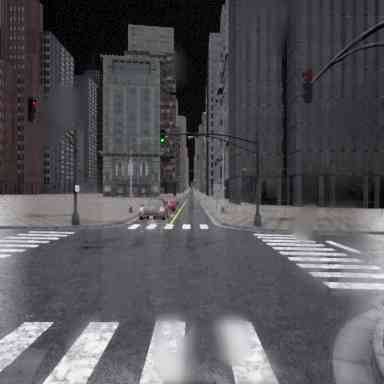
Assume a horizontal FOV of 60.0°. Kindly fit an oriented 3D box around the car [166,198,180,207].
[{"bbox_3d":[-3.055,1.608,54.024,1.895,1.301,4.718,0,0,0],"label":"car"}]

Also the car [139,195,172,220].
[{"bbox_3d":[-3.109,1.355,27.817,2.097,1.767,4.553,0,0,1],"label":"car"}]

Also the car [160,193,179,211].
[{"bbox_3d":[-3.081,1.224,40.276,2.150,2.045,5.566,0,0,0],"label":"car"}]
